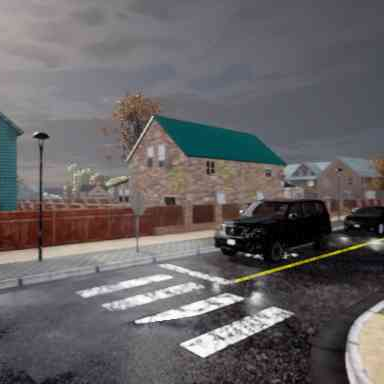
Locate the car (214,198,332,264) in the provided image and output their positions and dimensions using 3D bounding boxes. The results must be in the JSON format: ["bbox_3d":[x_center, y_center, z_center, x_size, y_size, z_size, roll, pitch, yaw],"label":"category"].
[{"bbox_3d":[3.276,1.278,12.622,5.566,2.045,2.150,0,0,-43],"label":"car"}]

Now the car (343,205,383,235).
[{"bbox_3d":[10.684,1.565,19.623,5.008,1.535,1.882,0,0,-44],"label":"car"}]
